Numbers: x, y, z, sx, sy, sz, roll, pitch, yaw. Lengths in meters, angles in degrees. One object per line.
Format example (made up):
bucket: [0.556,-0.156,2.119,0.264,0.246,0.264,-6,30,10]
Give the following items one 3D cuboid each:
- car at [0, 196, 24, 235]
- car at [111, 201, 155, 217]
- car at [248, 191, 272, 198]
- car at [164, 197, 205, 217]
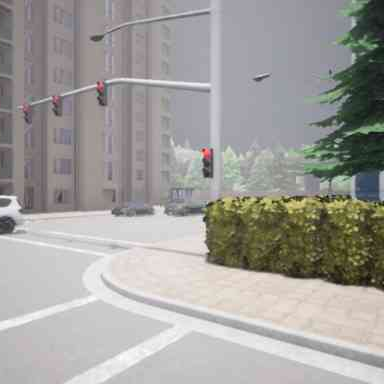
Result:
car: [-11.351,1.201,16.512,2.150,2.045,5.566,0,0,36]
car: [-5.363,1.538,30.595,1.994,1.385,4.181,0,0,36]
car: [8.777,0.858,43.807,2.150,2.045,5.566,0,0,36]
car: [-0.583,1.329,31.190,2.097,1.767,4.553,0,0,36]
